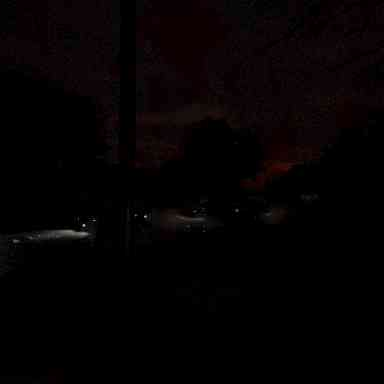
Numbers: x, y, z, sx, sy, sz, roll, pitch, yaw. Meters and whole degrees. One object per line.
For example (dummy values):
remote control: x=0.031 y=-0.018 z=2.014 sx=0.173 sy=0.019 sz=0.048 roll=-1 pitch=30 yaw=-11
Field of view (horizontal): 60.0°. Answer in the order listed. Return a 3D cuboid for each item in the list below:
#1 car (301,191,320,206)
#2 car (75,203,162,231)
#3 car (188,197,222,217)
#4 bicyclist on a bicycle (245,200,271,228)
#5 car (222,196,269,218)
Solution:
car: x=17.320 y=0.889 z=48.732 sx=2.150 sy=2.045 sz=5.566 roll=1 pitch=0 yaw=26
car: x=-4.097 y=1.341 z=19.657 sx=2.033 sy=1.411 sz=5.357 roll=2 pitch=2 yaw=37
car: x=1.527 y=1.196 z=27.530 sx=1.812 sy=1.442 sz=4.674 roll=1 pitch=2 yaw=34
bicyclist on a bicycle: x=3.865 y=1.298 z=19.578 sx=1.656 sy=1.620 sz=0.582 roll=0 pitch=0 yaw=36
car: x=4.421 y=1.297 z=26.065 sx=1.994 sy=1.385 sz=4.181 roll=1 pitch=2 yaw=34
